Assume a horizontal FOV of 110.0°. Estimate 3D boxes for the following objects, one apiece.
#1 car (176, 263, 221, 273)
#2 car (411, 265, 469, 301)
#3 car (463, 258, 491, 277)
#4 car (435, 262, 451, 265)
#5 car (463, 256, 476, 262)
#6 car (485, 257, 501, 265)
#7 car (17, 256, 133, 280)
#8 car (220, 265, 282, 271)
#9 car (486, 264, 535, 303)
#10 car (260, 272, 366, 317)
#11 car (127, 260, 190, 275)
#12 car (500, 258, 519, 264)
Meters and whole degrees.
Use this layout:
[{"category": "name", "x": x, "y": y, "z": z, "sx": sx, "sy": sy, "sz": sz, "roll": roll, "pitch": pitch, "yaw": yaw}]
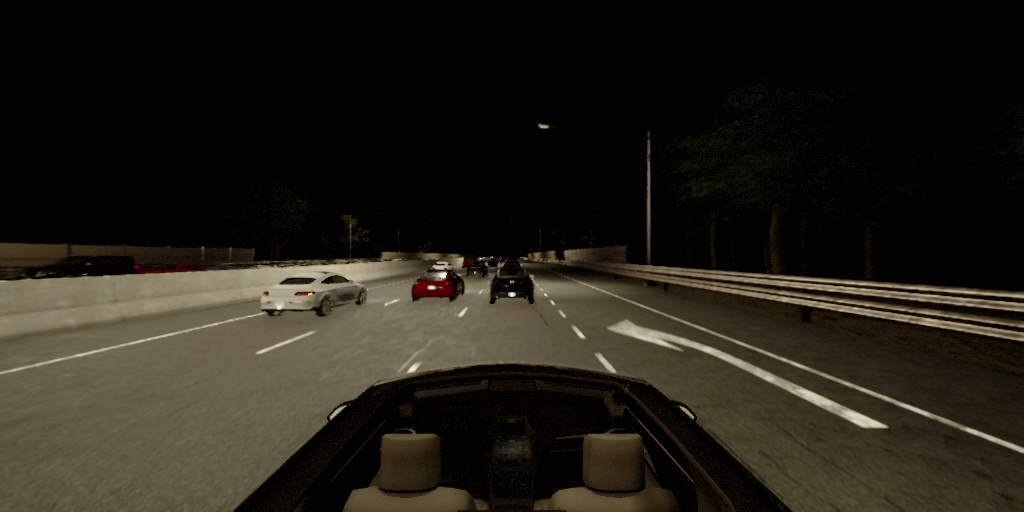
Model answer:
[{"category": "car", "x": -21.081, "y": 1.343, "z": 25.822, "sx": 1.994, "sy": 1.385, "sz": 4.181, "roll": 0, "pitch": 0, "yaw": 0}, {"category": "car", "x": -3.499, "y": 1.336, "z": 17.591, "sx": 1.994, "sy": 1.385, "sz": 4.181, "roll": 0, "pitch": 0, "yaw": 0}, {"category": "car", "x": -3.496, "y": 1.283, "z": 36.496, "sx": 1.837, "sy": 1.490, "sz": 4.892, "roll": 0, "pitch": 0, "yaw": 0}, {"category": "car", "x": -6.996, "y": 1.302, "z": 36.491, "sx": 1.812, "sy": 1.442, "sz": 4.674, "roll": 0, "pitch": 0, "yaw": 0}, {"category": "car", "x": -6.993, "y": 0.968, "z": 60.615, "sx": 2.150, "sy": 2.045, "sz": 5.566, "roll": 0, "pitch": 0, "yaw": 0}, {"category": "car", "x": -3.492, "y": 1.287, "z": 64.548, "sx": 2.033, "sy": 1.411, "sz": 5.357, "roll": 0, "pitch": 0, "yaw": 0}, {"category": "car", "x": -28.090, "y": 1.000, "z": 23.609, "sx": 2.150, "sy": 2.045, "sz": 5.566, "roll": 0, "pitch": 0, "yaw": 0}, {"category": "car", "x": -17.586, "y": 1.379, "z": 25.327, "sx": 1.895, "sy": 1.301, "sz": 4.718, "roll": 0, "pitch": 0, "yaw": 0}, {"category": "car", "x": 0.001, "y": 1.278, "z": 16.706, "sx": 1.837, "sy": 1.490, "sz": 4.892, "roll": 0, "pitch": 0, "yaw": 0}, {"category": "car", "x": -6.999, "y": 1.294, "z": 13.104, "sx": 1.812, "sy": 1.442, "sz": 4.674, "roll": 0, "pitch": 0, "yaw": 0}, {"category": "car", "x": -24.579, "y": 1.257, "z": 26.448, "sx": 1.882, "sy": 1.535, "sz": 5.008, "roll": 0, "pitch": 0, "yaw": 0}, {"category": "car", "x": 0.004, "y": 1.254, "z": 36.507, "sx": 1.882, "sy": 1.535, "sz": 5.008, "roll": 0, "pitch": 0, "yaw": 0}]
